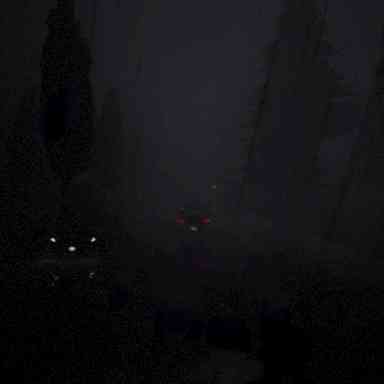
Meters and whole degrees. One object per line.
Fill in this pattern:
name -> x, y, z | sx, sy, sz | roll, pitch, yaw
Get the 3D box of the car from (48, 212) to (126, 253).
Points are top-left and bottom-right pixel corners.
car -> -4.091, 1.555, 14.004 | 2.033, 1.411, 5.357 | 0, 0, 0

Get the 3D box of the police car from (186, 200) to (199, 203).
police car -> 0.039, 1.520, 29.065 | 2.038, 1.542, 4.974 | 0, 0, 0

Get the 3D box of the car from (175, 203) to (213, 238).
car -> 0.107, 1.535, 17.715 | 1.812, 1.442, 4.674 | 0, 0, 0
